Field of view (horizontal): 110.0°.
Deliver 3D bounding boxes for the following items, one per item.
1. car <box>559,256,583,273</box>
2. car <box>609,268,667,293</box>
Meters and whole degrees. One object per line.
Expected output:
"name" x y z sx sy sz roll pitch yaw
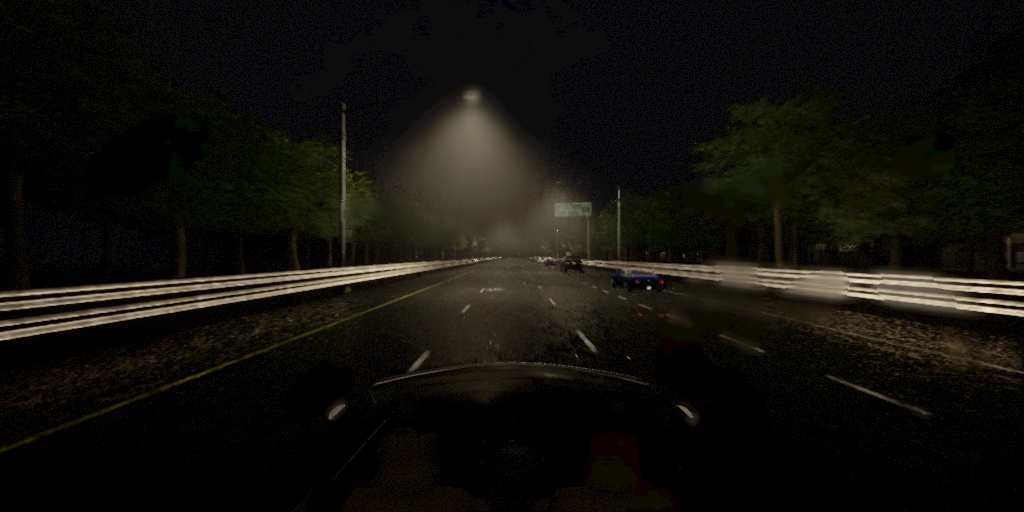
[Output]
"car" 7.102 0.976 43.490 2.150 2.045 5.566 0 0 0
"car" 7.021 1.357 20.604 1.895 1.301 4.718 0 0 0
